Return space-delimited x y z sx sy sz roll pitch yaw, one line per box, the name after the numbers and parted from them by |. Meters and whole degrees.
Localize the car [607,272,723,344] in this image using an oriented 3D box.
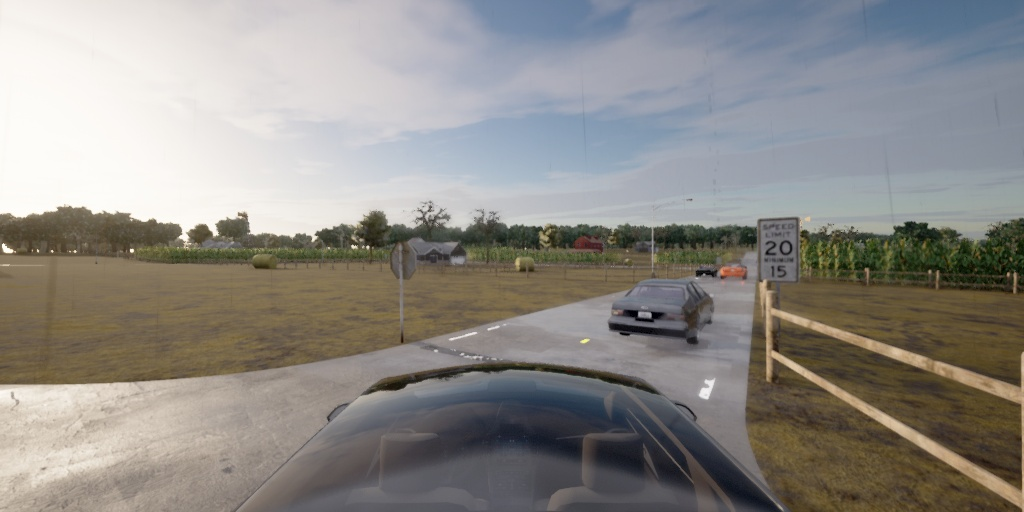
4.280 1.326 9.802 2.033 1.411 5.357 0 0 34 | car

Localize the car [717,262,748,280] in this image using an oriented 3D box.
22.290 1.419 35.966 2.097 1.767 4.553 0 -1 35 | car

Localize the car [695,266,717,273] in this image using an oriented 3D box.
21.912 1.730 40.375 1.895 1.301 4.718 0 -1 34 | car
